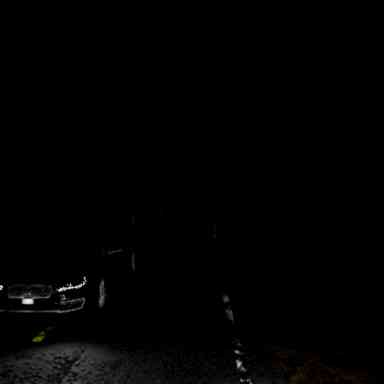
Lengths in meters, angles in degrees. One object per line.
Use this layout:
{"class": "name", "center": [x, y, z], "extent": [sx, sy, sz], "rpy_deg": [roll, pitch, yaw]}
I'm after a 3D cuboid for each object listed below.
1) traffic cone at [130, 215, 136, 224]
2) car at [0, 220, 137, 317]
{"class": "traffic cone", "center": [-4.088, 1.900, 23.190], "extent": [0.340, 0.580, 0.340], "rpy_deg": [0, 0, 5]}
{"class": "car", "center": [-2.535, 1.486, 7.724], "extent": [1.837, 1.490, 4.892], "rpy_deg": [0, 0, 2]}
